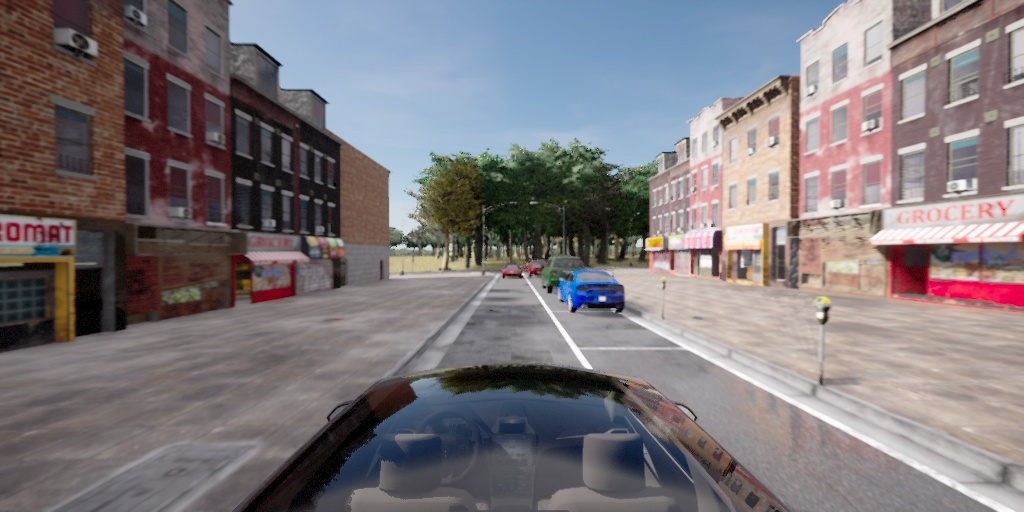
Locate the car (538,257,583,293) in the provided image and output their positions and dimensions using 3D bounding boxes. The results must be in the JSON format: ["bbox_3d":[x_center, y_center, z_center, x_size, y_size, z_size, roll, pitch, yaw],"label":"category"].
[{"bbox_3d":[2.975,1.065,21.455,2.150,2.045,5.566,0,0,0],"label":"car"}]

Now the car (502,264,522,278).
[{"bbox_3d":[0.028,1.484,36.154,1.994,1.385,4.181,0,0,1],"label":"car"}]

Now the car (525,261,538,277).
[{"bbox_3d":[2.626,1.473,37.597,1.888,1.381,4.507,0,0,0],"label":"car"}]

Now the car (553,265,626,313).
[{"bbox_3d":[3.011,1.284,14.423,1.882,1.535,5.008,0,0,0],"label":"car"}]

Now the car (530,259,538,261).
[{"bbox_3d":[4.064,1.233,48.161,4.553,1.767,2.097,-1,1,-16],"label":"car"}]
